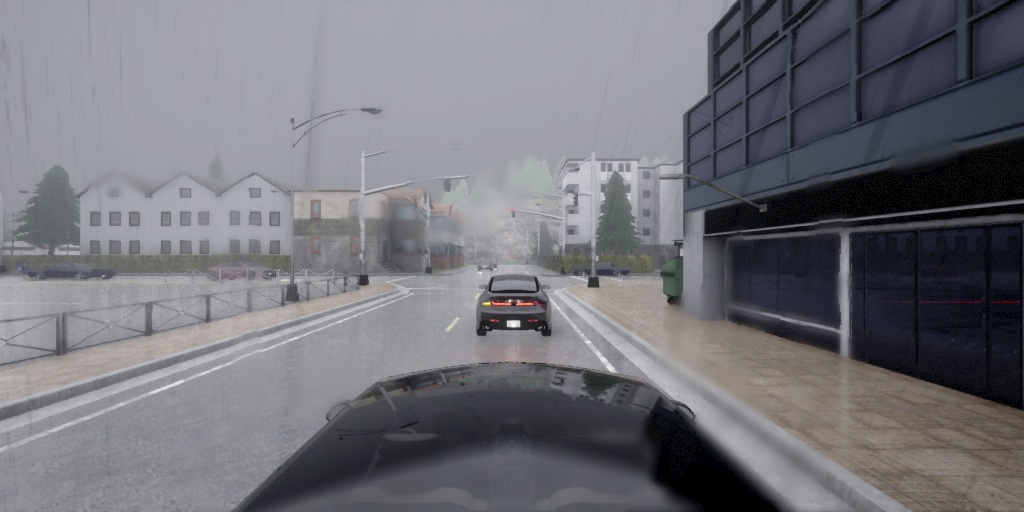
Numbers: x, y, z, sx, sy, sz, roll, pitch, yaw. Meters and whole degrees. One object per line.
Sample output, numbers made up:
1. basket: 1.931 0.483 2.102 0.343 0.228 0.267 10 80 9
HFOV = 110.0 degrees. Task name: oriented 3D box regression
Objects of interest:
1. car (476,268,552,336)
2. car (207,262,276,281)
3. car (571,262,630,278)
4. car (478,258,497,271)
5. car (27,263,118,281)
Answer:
1. car: 0.069 1.255 10.365 1.837 1.490 4.892 0 0 1
2. car: -19.885 1.138 26.526 4.181 1.385 1.994 0 0 0
3. car: 7.411 1.177 30.410 4.718 1.301 1.895 0 0 6
4. car: -3.509 1.241 48.334 2.128 1.511 4.902 0 0 0
5. car: -32.440 1.175 26.589 4.718 1.301 1.895 0 0 0
